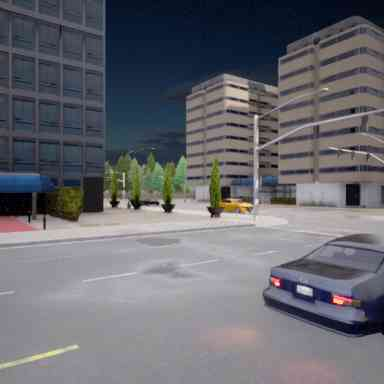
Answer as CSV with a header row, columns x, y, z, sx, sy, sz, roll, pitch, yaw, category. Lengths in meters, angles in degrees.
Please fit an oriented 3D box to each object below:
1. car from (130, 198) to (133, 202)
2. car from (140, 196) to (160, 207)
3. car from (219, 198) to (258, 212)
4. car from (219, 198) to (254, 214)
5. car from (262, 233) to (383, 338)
x,y,z,sx,sy,sz,roll,pitch,yaw,category
-10.023,1.489,62.935,2.128,1.511,4.902,0,0,-34,car
-6.841,1.598,52.209,1.895,1.301,4.718,0,0,-35,car
5.609,1.500,40.533,1.837,1.490,4.892,0,0,-35,car
4.510,1.475,36.000,1.882,1.535,5.008,0,0,-35,car
3.768,1.547,6.510,5.357,1.411,2.033,0,0,-35,car
